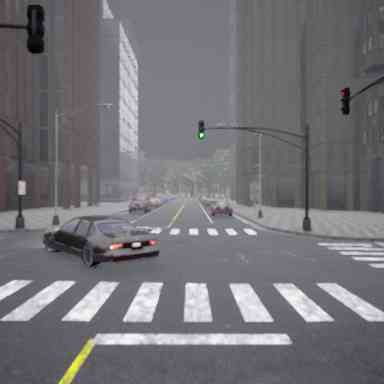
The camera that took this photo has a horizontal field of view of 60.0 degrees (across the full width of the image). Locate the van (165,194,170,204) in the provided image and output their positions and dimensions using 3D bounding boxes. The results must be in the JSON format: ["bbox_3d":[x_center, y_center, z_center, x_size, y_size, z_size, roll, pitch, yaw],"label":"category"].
[{"bbox_3d":[-5.762,1.414,64.618,1.690,1.788,3.998,0,0,0],"label":"van"}]

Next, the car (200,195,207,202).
[{"bbox_3d":[2.763,1.603,53.742,1.887,1.381,4.507,0,0,0],"label":"car"}]

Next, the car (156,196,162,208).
[{"bbox_3d":[-5.762,1.633,48.305,1.802,1.307,4.206,0,0,0],"label":"car"}]

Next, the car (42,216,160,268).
[{"bbox_3d":[-3.306,1.521,11.361,2.033,1.411,5.357,1,0,-43],"label":"car"}]

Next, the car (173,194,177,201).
[{"bbox_3d":[-5.761,1.672,86.368,1.947,1.339,4.313,0,0,0],"label":"car"}]

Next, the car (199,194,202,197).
[{"bbox_3d":[2.764,1.599,64.787,1.752,1.417,4.829,0,0,0],"label":"car"}]

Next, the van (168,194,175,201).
[{"bbox_3d":[-5.761,1.456,91.806,1.690,1.788,3.998,0,0,0],"label":"van"}]

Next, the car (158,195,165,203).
[{"bbox_3d":[-5.762,1.584,53.573,1.752,1.417,4.829,0,0,0],"label":"car"}]

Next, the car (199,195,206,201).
[{"bbox_3d":[2.764,1.640,91.975,1.752,1.417,4.829,0,0,0],"label":"car"}]

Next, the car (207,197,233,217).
[{"bbox_3d":[2.763,1.472,31.992,1.967,1.590,4.097,0,0,0],"label":"car"}]

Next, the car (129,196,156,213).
[{"bbox_3d":[-5.763,1.353,37.430,2.192,1.841,5.009,0,0,0],"label":"car"}]

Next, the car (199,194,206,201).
[{"bbox_3d":[2.763,1.610,59.180,1.887,1.381,4.507,0,0,0],"label":"car"}]

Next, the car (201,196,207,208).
[{"bbox_3d":[2.763,1.602,48.304,2.008,1.369,4.403,0,0,0],"label":"car"}]

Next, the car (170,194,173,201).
[{"bbox_3d":[-5.762,1.632,70.055,2.008,1.369,4.403,0,0,0],"label":"car"}]
